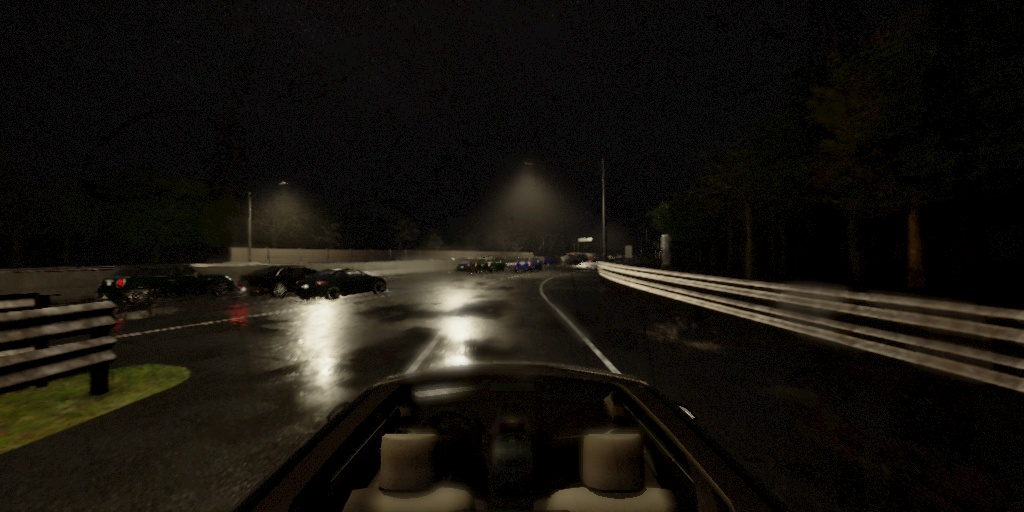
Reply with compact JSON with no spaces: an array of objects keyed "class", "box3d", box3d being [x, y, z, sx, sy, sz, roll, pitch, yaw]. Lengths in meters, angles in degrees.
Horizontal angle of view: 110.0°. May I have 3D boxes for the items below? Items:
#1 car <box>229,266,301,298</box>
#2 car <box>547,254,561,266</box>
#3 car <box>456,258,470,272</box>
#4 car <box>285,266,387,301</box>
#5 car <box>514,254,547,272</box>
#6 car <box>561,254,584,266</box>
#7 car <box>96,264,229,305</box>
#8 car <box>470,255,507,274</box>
[{"class":"car","box3d":[-11.264,1.248,18.578,1.837,1.490,4.892,-1,0,23]},{"class":"car","box3d":[7.036,0.695,61.615,2.150,2.045,5.566,-1,0,23]},{"class":"car","box3d":[-4.834,1.209,42.612,1.994,1.385,4.181,-1,0,23]},{"class":"car","box3d":[-8.047,1.268,17.204,1.994,1.385,4.181,-1,0,23]},{"class":"car","box3d":[1.920,0.907,40.611,2.097,1.767,4.553,-1,0,23]},{"class":"car","box3d":[10.239,0.908,60.201,1.882,1.535,5.008,-1,0,23]},{"class":"car","box3d":[-15.835,1.161,16.782,2.097,1.767,4.553,-1,0,23]},{"class":"car","box3d":[-2.299,0.964,39.638,2.097,1.767,4.553,-1,0,23]}]
